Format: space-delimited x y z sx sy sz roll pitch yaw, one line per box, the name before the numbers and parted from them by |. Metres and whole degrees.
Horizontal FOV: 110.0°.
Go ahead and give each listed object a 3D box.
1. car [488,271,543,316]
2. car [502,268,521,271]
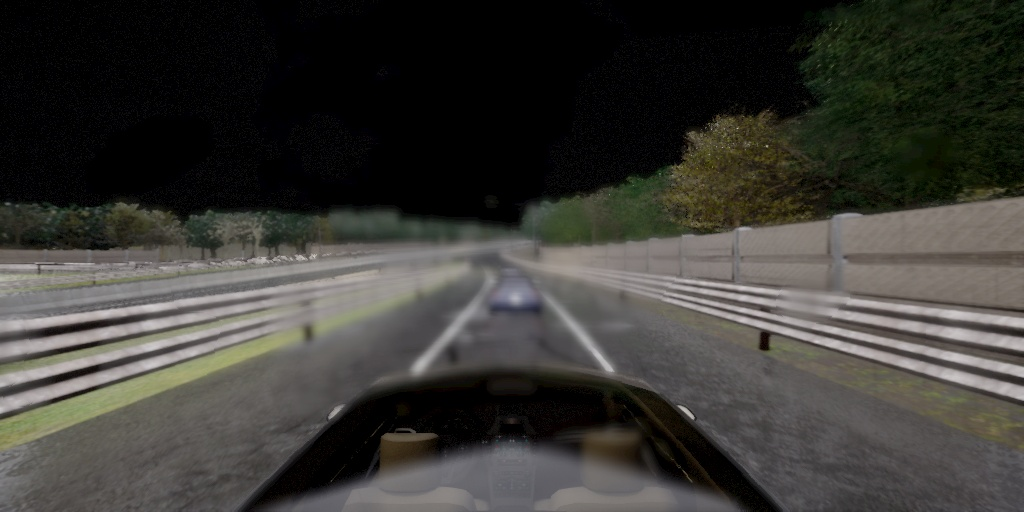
car | 0.141 1.455 14.182 1.994 1.385 4.181 0 -1 0
car | -0.052 1.580 26.880 2.033 1.411 5.357 0 -1 -1
